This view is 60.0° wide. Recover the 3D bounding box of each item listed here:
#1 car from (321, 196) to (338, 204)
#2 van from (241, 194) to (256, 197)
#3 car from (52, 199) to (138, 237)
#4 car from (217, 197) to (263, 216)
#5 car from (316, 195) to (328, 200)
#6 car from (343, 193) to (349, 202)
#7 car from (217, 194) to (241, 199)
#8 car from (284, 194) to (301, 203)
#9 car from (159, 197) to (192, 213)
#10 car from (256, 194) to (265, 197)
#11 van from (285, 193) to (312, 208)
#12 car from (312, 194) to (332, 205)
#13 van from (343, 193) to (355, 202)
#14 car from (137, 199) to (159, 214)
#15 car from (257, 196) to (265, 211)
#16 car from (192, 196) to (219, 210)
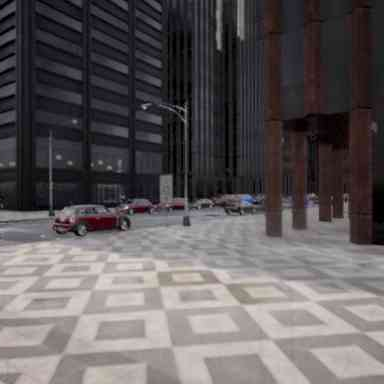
[{"bbox_3d":[24.338,1.418,58.824,1.947,1.339,4.313,0,0,36],"label":"car"},{"bbox_3d":[7.564,1.255,50.159,1.690,1.788,3.998,0,0,36],"label":"van"},{"bbox_3d":[-5.218,1.396,17.899,1.967,1.590,4.097,0,0,36],"label":"car"},{"bbox_3d":[4.634,1.468,31.541,2.008,1.369,4.403,0,0,36],"label":"car"},{"bbox_3d":[33.839,1.409,86.540,1.947,1.339,4.313,0,0,36],"label":"car"},{"bbox_3d":[30.906,1.380,67.918,1.887,1.381,4.507,0,0,36],"label":"car"},{"bbox_3d":[4.280,1.240,45.612,2.192,1.841,5.009,0,0,36],"label":"car"},{"bbox_3d":[20.702,1.315,68.350,1.967,1.590,4.097,0,0,36],"label":"car"},{"bbox_3d":[-2.288,1.389,36.517,1.967,1.590,4.097,0,0,36],"label":"car"},{"bbox_3d":[10.849,1.218,54.707,2.192,1.841,5.009,0,0,36],"label":"car"},{"bbox_3d":[14.485,1.223,45.182,1.690,1.788,3.998,0,0,36],"label":"van"},{"bbox_3d":[21.054,1.428,54.276,1.947,1.339,4.313,0,0,36],"label":"car"},{"bbox_3d":[34.189,1.168,72.465,1.690,1.788,3.998,0,0,36],"label":"van"},{"bbox_3d":[-5.572,1.401,31.970,1.967,1.590,4.097,0,0,36],"label":"car"},{"bbox_3d":[7.918,1.471,36.088,1.947,1.339,4.313,0,0,36],"label":"car"},{"bbox_3d":[0.996,1.487,41.065,2.008,1.369,4.403,0,0,36],"label":"car"}]
